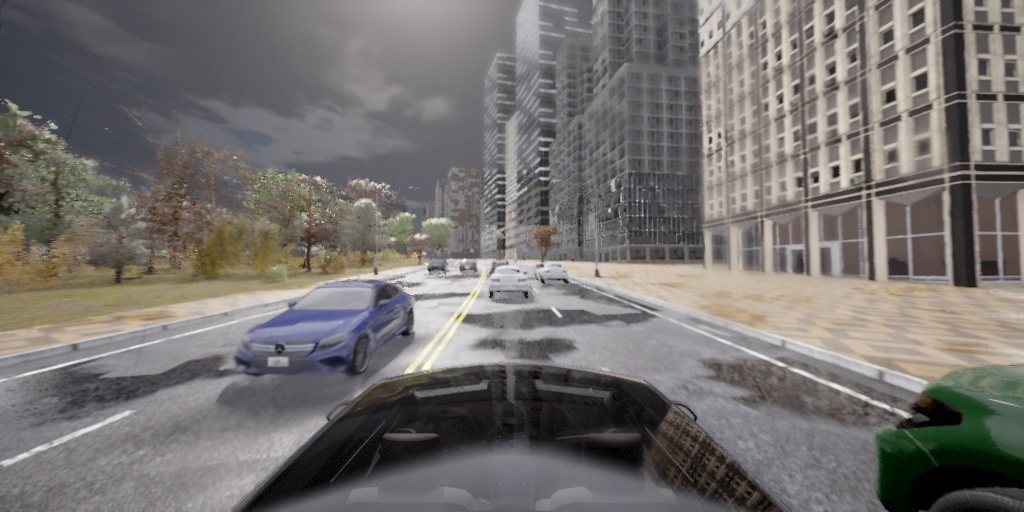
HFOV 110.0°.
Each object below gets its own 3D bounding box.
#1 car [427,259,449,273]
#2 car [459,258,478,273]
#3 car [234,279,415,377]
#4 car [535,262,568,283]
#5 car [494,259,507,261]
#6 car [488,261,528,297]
[{"bbox_3d":[-7.989,1.028,39.075,1.837,1.490,4.892,0,0,-4],"label":"car"},{"bbox_3d":[-4.770,1.015,39.624,2.128,1.511,4.902,0,0,-4],"label":"car"},{"bbox_3d":[-3.356,1.244,7.478,1.812,1.442,4.674,0,0,0],"label":"car"},{"bbox_3d":[2.772,1.131,25.571,1.812,1.442,4.674,0,0,-3],"label":"car"},{"bbox_3d":[-1.180,1.031,37.342,2.128,1.511,4.902,0,0,-4],"label":"car"},{"bbox_3d":[-0.193,1.175,17.917,1.812,1.442,4.674,0,0,-2],"label":"car"}]
